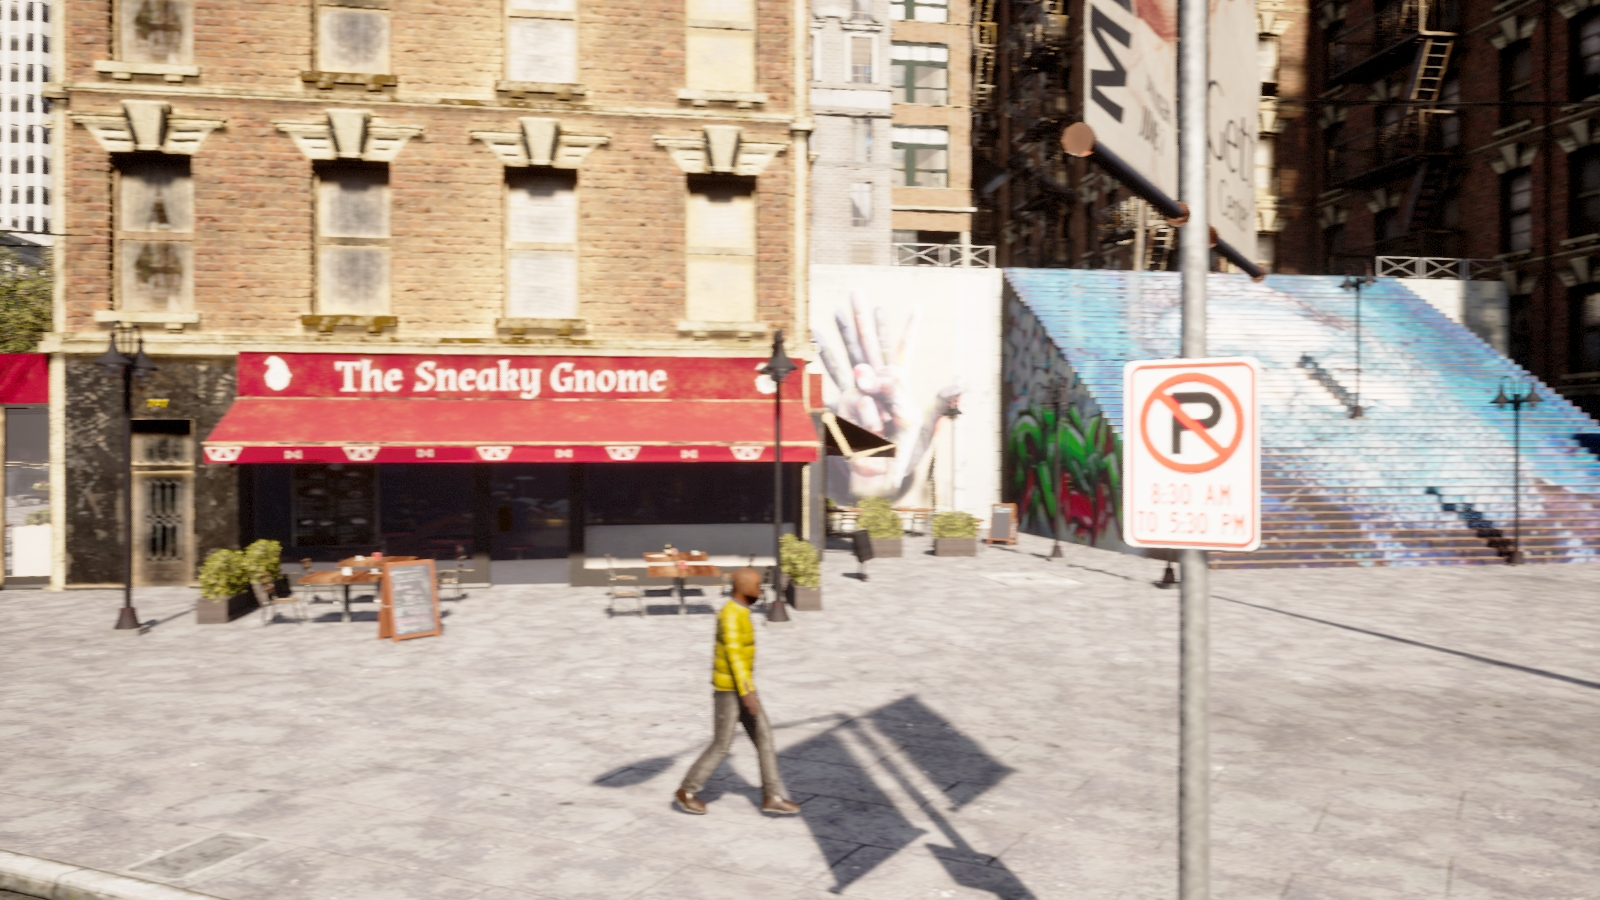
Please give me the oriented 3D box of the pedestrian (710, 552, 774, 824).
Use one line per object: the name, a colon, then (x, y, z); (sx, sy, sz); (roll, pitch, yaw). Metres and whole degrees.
pedestrian: (-0.413, 1.686, 8.222); (0.375, 1.860, 0.375); (0, 0, 12)
